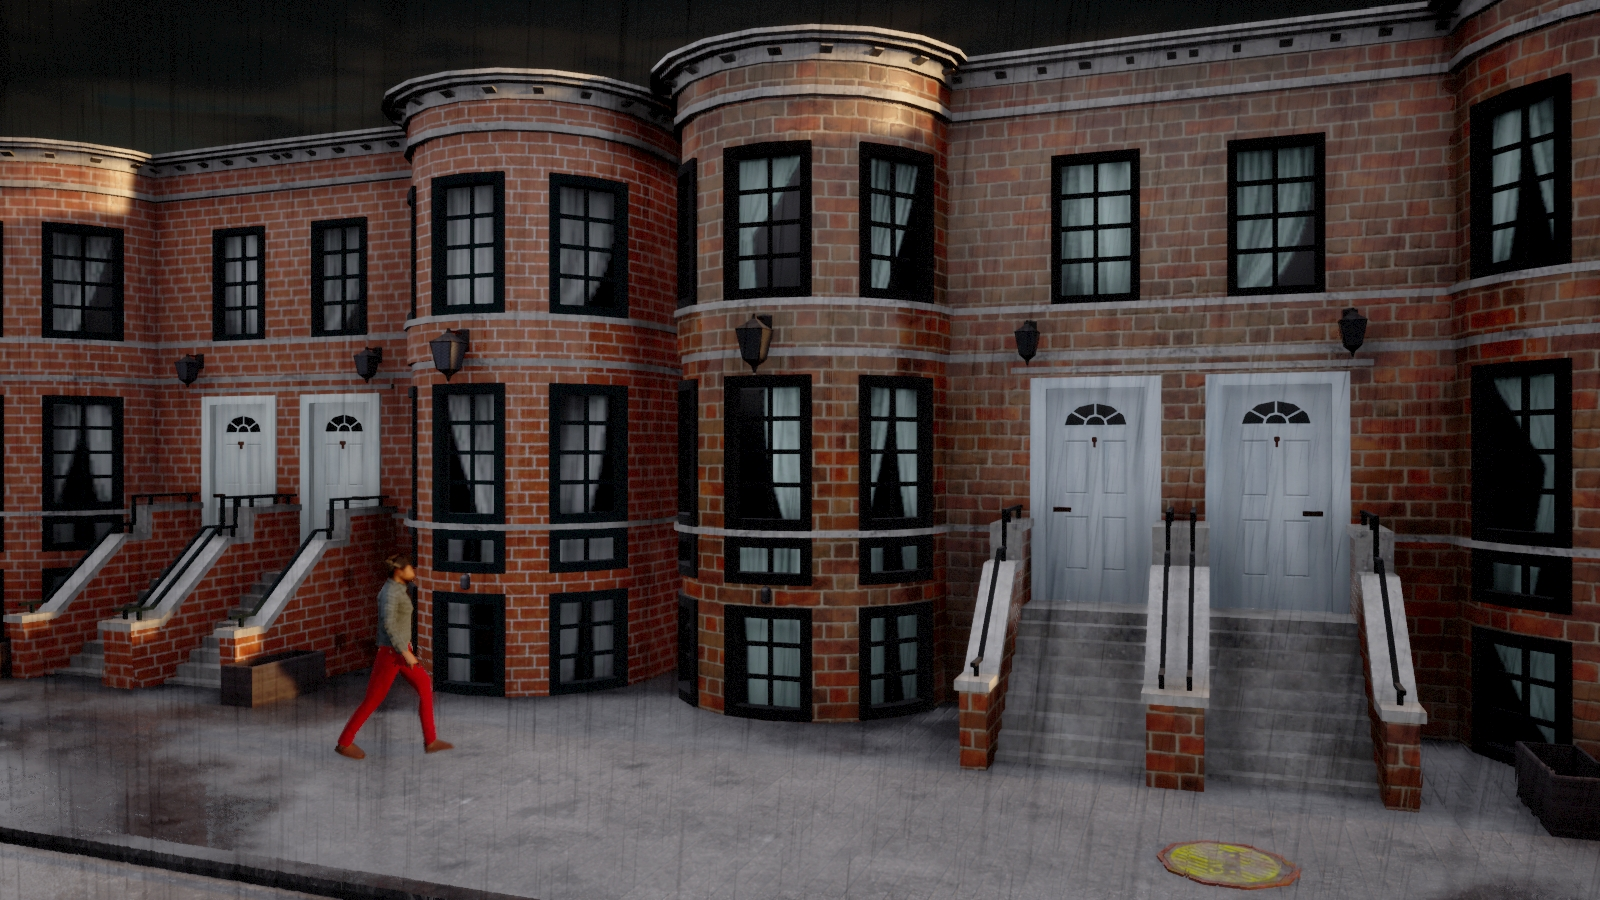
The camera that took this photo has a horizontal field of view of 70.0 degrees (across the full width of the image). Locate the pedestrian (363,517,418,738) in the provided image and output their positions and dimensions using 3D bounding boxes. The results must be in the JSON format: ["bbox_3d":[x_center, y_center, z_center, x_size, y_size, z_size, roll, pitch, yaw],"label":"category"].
[{"bbox_3d":[-3.563,1.528,9.962,0.375,1.860,0.375,0,0,-7],"label":"pedestrian"}]
